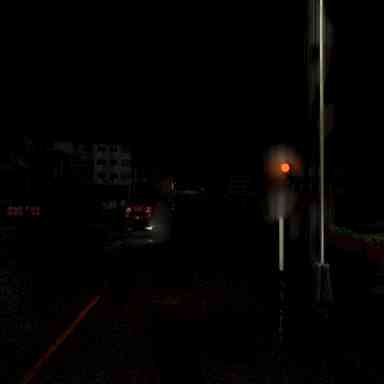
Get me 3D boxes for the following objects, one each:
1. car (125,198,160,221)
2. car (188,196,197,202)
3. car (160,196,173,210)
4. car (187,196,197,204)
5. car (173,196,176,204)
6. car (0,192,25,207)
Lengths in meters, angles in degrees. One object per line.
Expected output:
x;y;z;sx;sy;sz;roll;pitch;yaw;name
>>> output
-4.067;1.351;27.135;2.097;1.767;4.553;0;0;0;car
0.095;1.583;76.796;1.895;1.301;4.718;0;0;0;car
-4.046;1.490;43.326;2.128;1.511;4.902;0;0;0;car
0.082;1.547;66.201;2.033;1.411;5.357;0;0;0;car
-3.981;1.493;62.449;2.128;1.511;4.902;0;0;0;car
-19.715;0.985;35.000;1.905;1.878;3.866;0;0;35;car
